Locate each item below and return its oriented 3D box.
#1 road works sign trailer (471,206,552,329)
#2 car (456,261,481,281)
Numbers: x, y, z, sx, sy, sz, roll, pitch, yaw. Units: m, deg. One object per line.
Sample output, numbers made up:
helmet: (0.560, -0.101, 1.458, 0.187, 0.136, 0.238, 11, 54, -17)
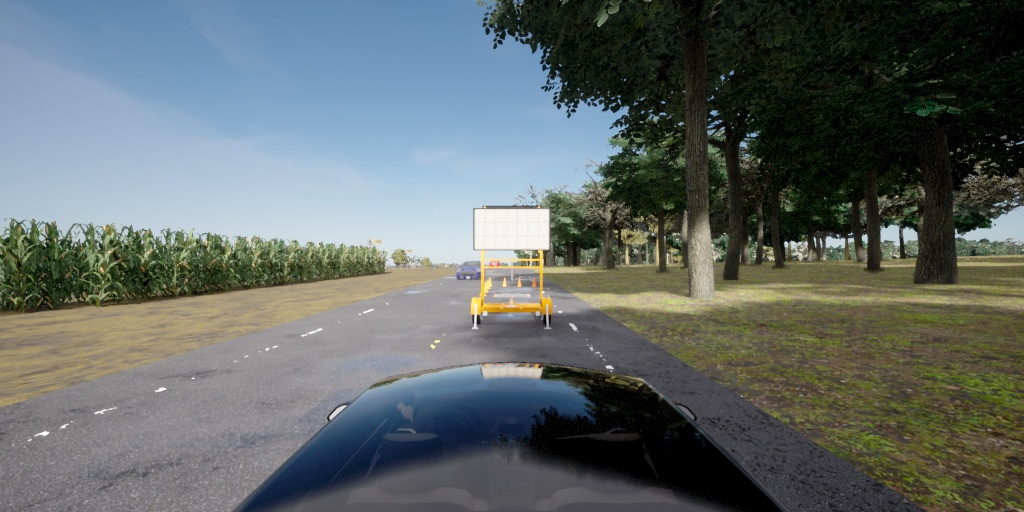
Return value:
road works sign trailer: (-0.002, 0.230, 11.294, 2.380, 3.560, 2.880, 0, 0, 1)
car: (-3.611, 1.198, 31.613, 2.097, 1.767, 4.553, 0, 0, 0)
